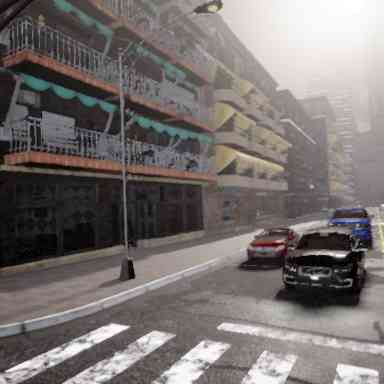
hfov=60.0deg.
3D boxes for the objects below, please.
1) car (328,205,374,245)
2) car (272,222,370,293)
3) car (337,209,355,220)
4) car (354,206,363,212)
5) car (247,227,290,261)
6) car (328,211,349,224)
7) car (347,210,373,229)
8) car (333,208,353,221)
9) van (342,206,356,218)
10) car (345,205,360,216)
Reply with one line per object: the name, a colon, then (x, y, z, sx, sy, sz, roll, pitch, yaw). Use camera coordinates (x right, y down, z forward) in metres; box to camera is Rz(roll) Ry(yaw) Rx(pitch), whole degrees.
car: (9.555, 1.913, 19.929, 2.150, 2.045, 5.566, -4, -4, 29)
car: (4.184, 1.893, 10.175, 1.837, 1.490, 4.892, -4, -3, 30)
car: (22.774, 3.248, 49.087, 2.008, 1.369, 4.403, -5, -4, 29)
car: (41.722, 4.345, 83.403, 1.802, 1.307, 4.206, -5, -4, 29)
car: (3.801, 2.219, 14.783, 1.802, 1.307, 4.206, -5, -4, 29)
car: (17.355, 2.976, 39.286, 1.802, 1.307, 4.206, -5, -4, 29)
car: (15.832, 2.543, 31.210, 1.837, 1.490, 4.892, -4, -4, 29)
car: (20.058, 2.986, 44.194, 1.967, 1.590, 4.097, -5, -4, 29)
van: (25.475, 3.191, 54.000, 1.690, 1.788, 3.998, -5, -4, 29)
car: (30.875, 3.470, 63.813, 2.192, 1.841, 5.009, -5, -4, 29)
